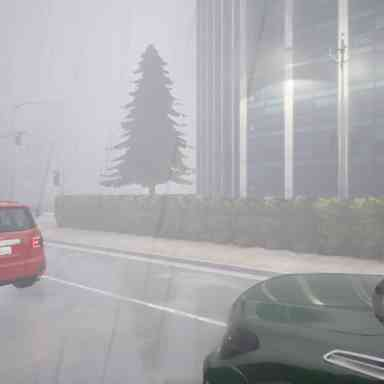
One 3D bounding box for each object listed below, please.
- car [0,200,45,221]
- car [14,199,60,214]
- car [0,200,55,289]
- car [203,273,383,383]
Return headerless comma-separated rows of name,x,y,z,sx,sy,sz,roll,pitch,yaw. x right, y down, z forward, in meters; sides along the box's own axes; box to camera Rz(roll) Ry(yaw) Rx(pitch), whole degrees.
car,-15.045,1.505,27.699,1.837,1.490,4.892,0,0,36
car,-17.162,1.564,37.002,1.994,1.385,4.181,0,0,36
car,-5.723,1.222,8.009,5.566,2.045,2.150,0,0,38
car,2.749,1.221,2.030,5.566,2.045,2.150,0,0,36
